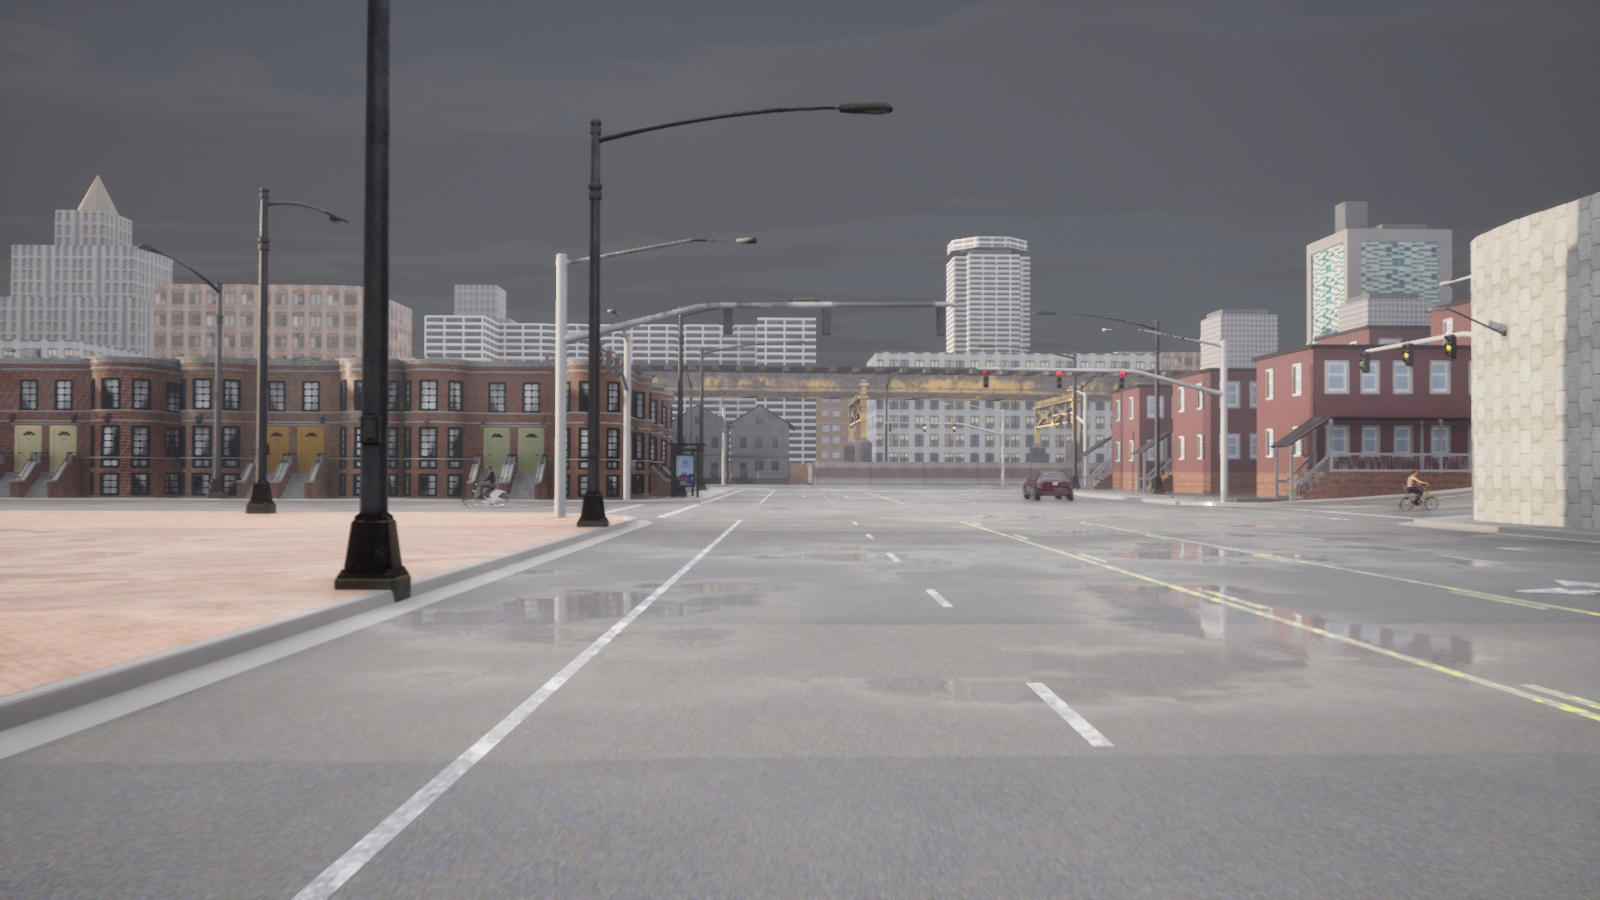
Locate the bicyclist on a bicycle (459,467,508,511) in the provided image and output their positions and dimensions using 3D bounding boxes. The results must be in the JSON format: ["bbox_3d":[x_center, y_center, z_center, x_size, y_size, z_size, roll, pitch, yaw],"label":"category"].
[{"bbox_3d":[-12.915,1.594,51.241,1.843,1.776,0.659,0,-1,0],"label":"bicyclist on a bicycle"}]

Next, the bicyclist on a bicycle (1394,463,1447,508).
[{"bbox_3d":[23.690,1.339,47.950,1.509,1.612,0.866,-3,-1,-1],"label":"bicyclist on a bicycle"}]

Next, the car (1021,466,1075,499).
[{"bbox_3d":[13.829,1.795,70.360,2.097,1.767,4.553,0,-1,0],"label":"car"}]
